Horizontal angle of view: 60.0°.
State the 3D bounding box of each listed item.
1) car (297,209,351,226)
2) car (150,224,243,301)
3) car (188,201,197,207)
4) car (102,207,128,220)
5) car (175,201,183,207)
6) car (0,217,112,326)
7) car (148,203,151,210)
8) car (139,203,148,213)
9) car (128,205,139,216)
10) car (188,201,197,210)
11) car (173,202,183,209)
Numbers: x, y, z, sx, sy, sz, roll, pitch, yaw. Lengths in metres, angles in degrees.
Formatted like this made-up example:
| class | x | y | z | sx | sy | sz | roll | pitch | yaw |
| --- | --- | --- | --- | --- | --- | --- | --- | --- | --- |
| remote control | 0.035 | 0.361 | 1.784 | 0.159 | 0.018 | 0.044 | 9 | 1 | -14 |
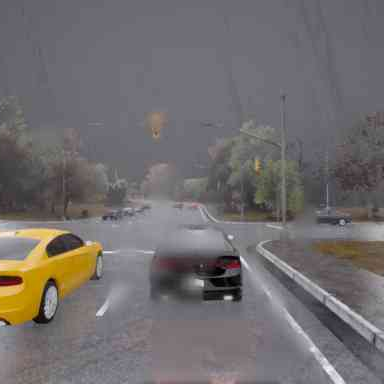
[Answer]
| class | x | y | z | sx | sy | sz | roll | pitch | yaw |
| --- | --- | --- | --- | --- | --- | --- | --- | --- | --- |
| car | 12.463 | 2.439 | 31.572 | 4.892 | 1.490 | 1.837 | 0 | -2 | 0 |
| car | 0.102 | 1.566 | 8.544 | 1.882 | 1.535 | 5.008 | 0 | -1 | 0 |
| car | 0.084 | 3.162 | 86.333 | 2.033 | 1.411 | 5.357 | 0 | 0 | -3 |
| car | -10.515 | 3.002 | 44.766 | 2.033 | 1.411 | 5.357 | 0 | -2 | 1 |
| car | -3.432 | 3.167 | 86.756 | 1.994 | 1.385 | 4.181 | 0 | 0 | -3 |
| car | -3.405 | 1.543 | 7.302 | 1.882 | 1.535 | 5.008 | 0 | -1 | 0 |
| car | -10.339 | 3.231 | 75.322 | 2.033 | 1.411 | 5.357 | 0 | 0 | 0 |
| car | -10.402 | 3.247 | 64.741 | 2.128 | 1.511 | 4.902 | 0 | 0 | 1 |
| car | -10.467 | 3.212 | 54.636 | 1.812 | 1.442 | 4.674 | 0 | -1 | 0 |
| car | 0.165 | 3.043 | 76.175 | 2.097 | 1.767 | 4.553 | 0 | 0 | 0 |
| car | -3.336 | 3.184 | 76.688 | 1.837 | 1.490 | 4.892 | 0 | 0 | 0 |
